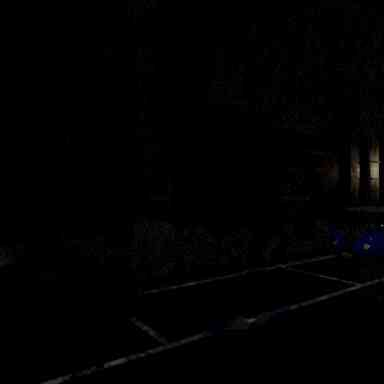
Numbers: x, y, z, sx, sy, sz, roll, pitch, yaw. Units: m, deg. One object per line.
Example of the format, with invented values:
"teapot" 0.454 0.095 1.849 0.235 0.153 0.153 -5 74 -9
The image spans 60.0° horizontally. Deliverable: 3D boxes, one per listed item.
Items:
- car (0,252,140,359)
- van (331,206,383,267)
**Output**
"car" -2.784 1.582 4.665 4.206 1.307 1.802 0 0 -36
"van" 6.337 1.361 11.173 3.998 1.788 1.690 0 0 -36
